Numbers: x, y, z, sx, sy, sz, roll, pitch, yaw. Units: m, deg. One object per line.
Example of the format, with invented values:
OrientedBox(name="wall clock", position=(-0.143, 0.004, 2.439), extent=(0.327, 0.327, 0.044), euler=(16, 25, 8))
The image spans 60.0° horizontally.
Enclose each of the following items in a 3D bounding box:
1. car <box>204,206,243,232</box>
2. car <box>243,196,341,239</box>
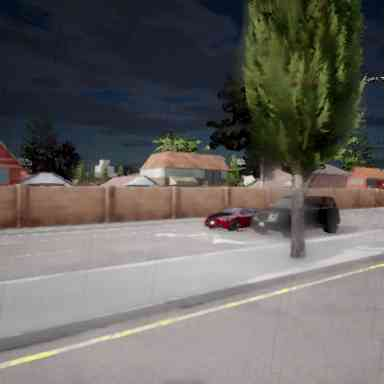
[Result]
OrientedBox(name="car", position=(2.799, 1.553, 20.016), extent=(4.181, 1.385, 1.994), euler=(0, 0, -35))
OrientedBox(name="car", position=(5.634, 1.215, 17.724), extent=(5.566, 2.045, 2.150), euler=(0, 0, -35))
